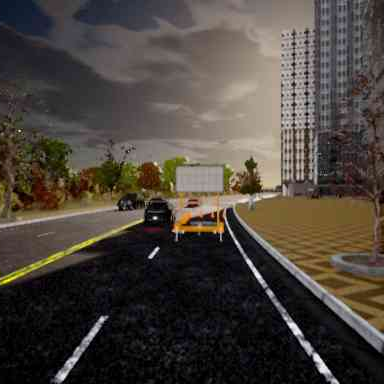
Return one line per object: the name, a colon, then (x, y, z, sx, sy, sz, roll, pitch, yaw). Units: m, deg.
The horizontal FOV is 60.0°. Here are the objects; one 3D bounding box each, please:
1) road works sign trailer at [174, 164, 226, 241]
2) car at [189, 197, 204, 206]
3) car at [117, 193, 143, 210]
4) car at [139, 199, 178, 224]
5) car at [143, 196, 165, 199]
road works sign trailer: (0.386, 0.432, 16.382, 2.380, 3.560, 2.880, 0, 0, 4)
car: (0.704, 1.460, 51.606, 1.994, 1.385, 4.181, 0, 0, 8)
car: (-7.402, 1.135, 41.146, 2.150, 2.045, 5.566, 0, 0, 7)
car: (-2.238, 1.454, 24.328, 1.837, 1.490, 4.892, 0, -1, 4)
car: (-4.194, 1.422, 40.468, 1.837, 1.490, 4.892, 0, 0, 7)
